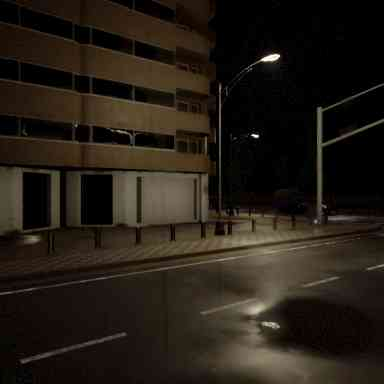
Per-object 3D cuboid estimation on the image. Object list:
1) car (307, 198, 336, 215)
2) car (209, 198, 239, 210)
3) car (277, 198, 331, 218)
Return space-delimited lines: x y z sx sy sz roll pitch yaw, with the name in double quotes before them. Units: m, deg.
"car" 12.222 1.407 33.829 2.097 1.767 4.553 0 0 -36
"car" 4.247 1.558 44.897 1.837 1.490 4.892 0 1 -36
"car" 10.042 1.581 30.897 1.812 1.442 4.674 0 0 -37
